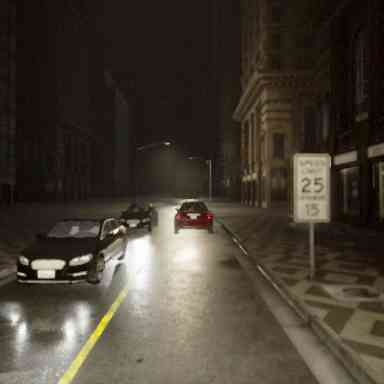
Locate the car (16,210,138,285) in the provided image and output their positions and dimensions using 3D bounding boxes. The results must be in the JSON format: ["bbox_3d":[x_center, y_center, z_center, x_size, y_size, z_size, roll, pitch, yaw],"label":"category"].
[{"bbox_3d":[-3.101,1.483,9.530,2.128,1.511,4.902,0,0,0],"label":"car"}]

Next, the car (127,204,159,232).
[{"bbox_3d":[-3.065,1.469,19.884,2.128,1.511,4.902,0,0,0],"label":"car"}]

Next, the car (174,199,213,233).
[{"bbox_3d":[0.083,1.330,19.386,2.097,1.767,4.553,0,0,0],"label":"car"}]

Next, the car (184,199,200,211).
[{"bbox_3d":[0.046,1.537,41.033,1.895,1.301,4.718,0,0,0],"label":"car"}]
